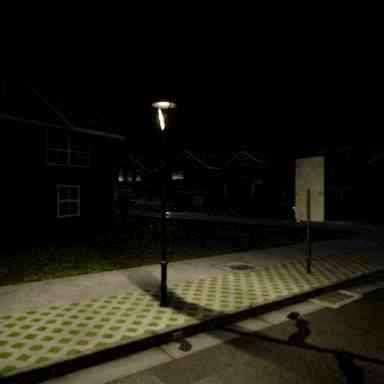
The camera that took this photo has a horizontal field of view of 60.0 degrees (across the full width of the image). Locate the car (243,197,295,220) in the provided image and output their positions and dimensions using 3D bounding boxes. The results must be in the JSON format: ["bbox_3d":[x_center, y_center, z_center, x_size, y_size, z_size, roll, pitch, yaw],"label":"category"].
[{"bbox_3d":[6.308,1.200,25.556,4.553,1.767,2.097,1,0,34],"label":"car"}]

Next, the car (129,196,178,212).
[{"bbox_3d":[-3.537,1.218,32.284,4.674,1.442,1.812,1,1,34],"label":"car"}]

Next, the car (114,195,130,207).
[{"bbox_3d":[-8.496,1.089,39.242,4.892,1.490,1.837,1,1,34],"label":"car"}]
